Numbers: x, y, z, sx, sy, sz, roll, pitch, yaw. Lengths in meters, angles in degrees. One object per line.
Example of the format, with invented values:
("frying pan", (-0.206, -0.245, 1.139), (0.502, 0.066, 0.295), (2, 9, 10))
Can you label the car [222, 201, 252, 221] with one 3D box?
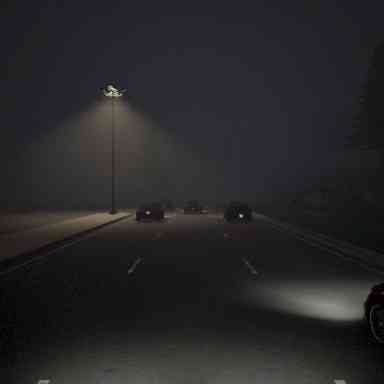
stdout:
("car", (3.607, 1.503, 26.829), (1.837, 1.490, 4.892), (0, 0, 0))

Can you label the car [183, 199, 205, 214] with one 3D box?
("car", (0.149, 1.526, 35.377), (1.812, 1.442, 4.674), (0, 0, 1))

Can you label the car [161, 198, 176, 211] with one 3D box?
("car", (-3.141, 1.504, 41.263), (1.837, 1.490, 4.892), (0, 0, 2))

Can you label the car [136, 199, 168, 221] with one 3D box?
("car", (-3.393, 1.564, 27.559), (1.994, 1.385, 4.181), (0, 0, 0))

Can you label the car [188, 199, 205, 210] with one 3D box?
("car", (0.649, 1.601, 44.532), (1.895, 1.301, 4.718), (0, 0, 6))

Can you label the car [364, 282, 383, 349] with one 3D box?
("car", (3.601, 1.526, 3.257), (1.812, 1.442, 4.674), (0, 0, 0))
